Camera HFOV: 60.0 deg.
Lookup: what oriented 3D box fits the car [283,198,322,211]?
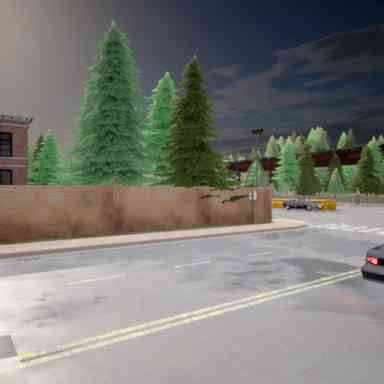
[{"bbox_3d":[13.167,1.483,39.820,2.128,1.511,4.902,0,0,-35],"label":"car"}]

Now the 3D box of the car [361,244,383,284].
[{"bbox_3d":[6.323,1.545,8.239,5.357,1.411,2.033,0,0,-35],"label":"car"}]
